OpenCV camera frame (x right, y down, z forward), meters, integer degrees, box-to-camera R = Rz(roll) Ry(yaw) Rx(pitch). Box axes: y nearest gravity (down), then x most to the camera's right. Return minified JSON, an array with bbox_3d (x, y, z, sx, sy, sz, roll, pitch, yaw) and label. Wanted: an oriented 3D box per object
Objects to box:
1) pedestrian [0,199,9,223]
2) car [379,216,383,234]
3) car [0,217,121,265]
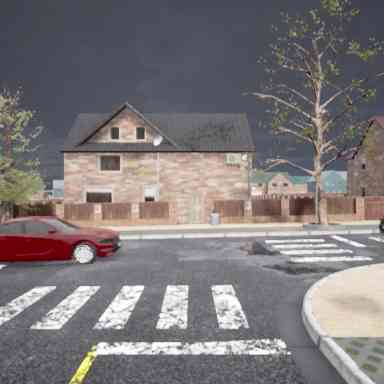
[{"bbox_3d":[-9.656,1.271,16.900,0.375,1.860,0.375,0,2,0],"label":"pedestrian"},{"bbox_3d":[10.553,1.172,14.001,5.008,1.535,1.882,-1,1,-1],"label":"car"},{"bbox_3d":[-4.930,1.558,11.069,5.008,1.535,1.882,-2,0,0],"label":"car"}]
